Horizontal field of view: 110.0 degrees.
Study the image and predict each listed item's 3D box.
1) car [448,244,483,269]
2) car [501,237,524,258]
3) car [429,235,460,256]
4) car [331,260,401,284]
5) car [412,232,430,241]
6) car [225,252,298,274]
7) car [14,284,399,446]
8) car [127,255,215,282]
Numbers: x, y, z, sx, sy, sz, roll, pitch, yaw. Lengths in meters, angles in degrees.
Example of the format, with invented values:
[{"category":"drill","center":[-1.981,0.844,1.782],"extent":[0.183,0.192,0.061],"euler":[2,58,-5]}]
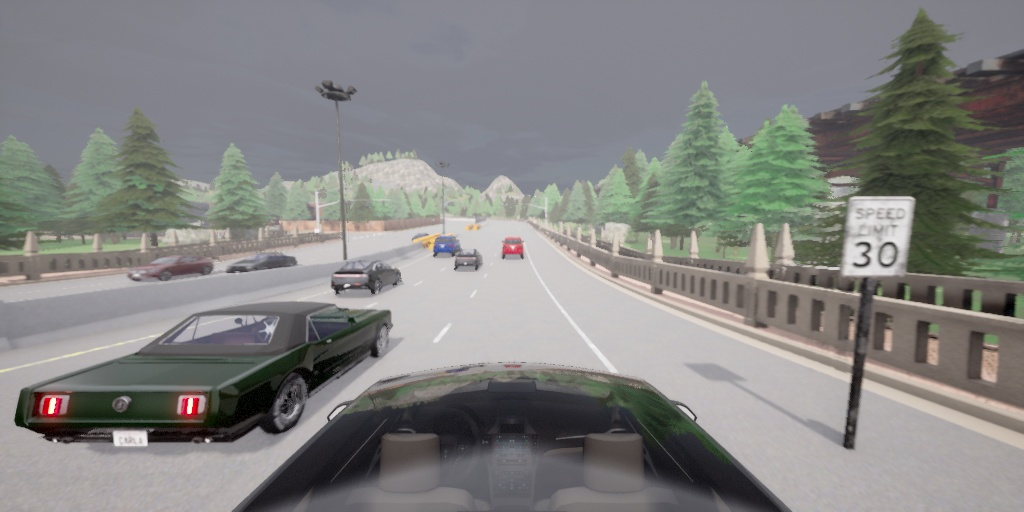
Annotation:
[{"category":"car","center":[-3.410,0.151,28.669],"extent":[2.128,1.511,4.902],"euler":[0,5,0]},{"category":"car","center":[0.090,-0.998,36.873],"extent":[2.150,2.045,5.566],"euler":[0,7,0]},{"category":"car","center":[-6.908,-1.158,38.202],"extent":[2.150,2.045,5.566],"euler":[0,7,0]},{"category":"car","center":[-6.906,0.929,17.425],"extent":[2.128,1.511,4.902],"euler":[0,3,0]},{"category":"car","center":[-13.938,-2.922,55.528],"extent":[2.033,1.411,5.357],"euler":[0,7,1]},{"category":"car","center":[-17.606,0.467,25.609],"extent":[2.033,1.411,5.357],"euler":[0,4,0]},{"category":"car","center":[-3.403,1.333,5.424],"extent":[1.895,1.301,4.718],"euler":[0,0,0]},{"category":"car","center":[-21.102,0.677,22.471],"extent":[1.812,1.442,4.674],"euler":[0,4,0]}]
